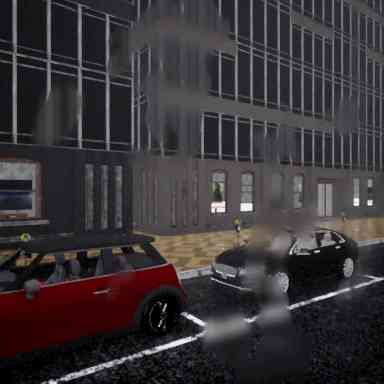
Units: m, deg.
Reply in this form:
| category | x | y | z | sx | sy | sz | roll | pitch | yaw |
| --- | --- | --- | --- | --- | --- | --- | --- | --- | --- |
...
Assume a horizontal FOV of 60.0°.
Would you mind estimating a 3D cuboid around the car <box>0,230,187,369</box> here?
| category | x | y | z | sx | sy | sz | roll | pitch | yaw |
| --- | --- | --- | --- | --- | --- | --- | --- | --- | --- |
| car | -2.178 | 1.440 | 5.008 | 4.097 | 1.590 | 1.967 | 0 | 0 | -36 |

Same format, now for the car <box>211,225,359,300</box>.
| category | x | y | z | sx | sy | sz | roll | pitch | yaw |
| --- | --- | --- | --- | --- | --- | --- | --- | --- | --- |
| car | 2.456 | 1.549 | 8.314 | 4.403 | 1.369 | 2.008 | 0 | 0 | -36 |
